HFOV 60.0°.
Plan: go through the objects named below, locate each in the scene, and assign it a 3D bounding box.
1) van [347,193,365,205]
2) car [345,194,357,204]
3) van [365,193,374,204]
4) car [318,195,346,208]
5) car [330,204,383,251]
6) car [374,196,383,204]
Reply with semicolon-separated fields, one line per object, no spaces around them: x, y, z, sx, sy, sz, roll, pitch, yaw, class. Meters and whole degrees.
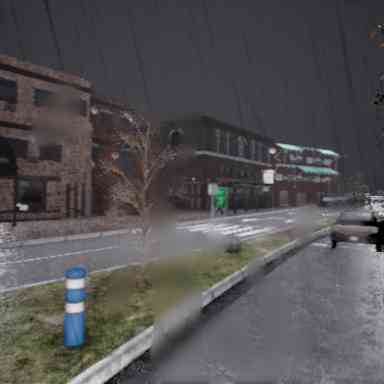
26.077;1.157;54.088;1.878;1.987;4.442;0;0;42;van
22.487;1.440;49.975;2.163;1.488;4.792;0;0;41;car
29.794;1.145;58.194;1.878;1.987;4.442;0;0;44;van
18.968;1.435;45.757;2.097;1.535;5.008;0;0;40;car
7.293;1.525;14.427;2.128;1.511;4.902;0;0;32;car
33.703;1.421;62.302;2.002;1.452;4.674;0;0;44;car
